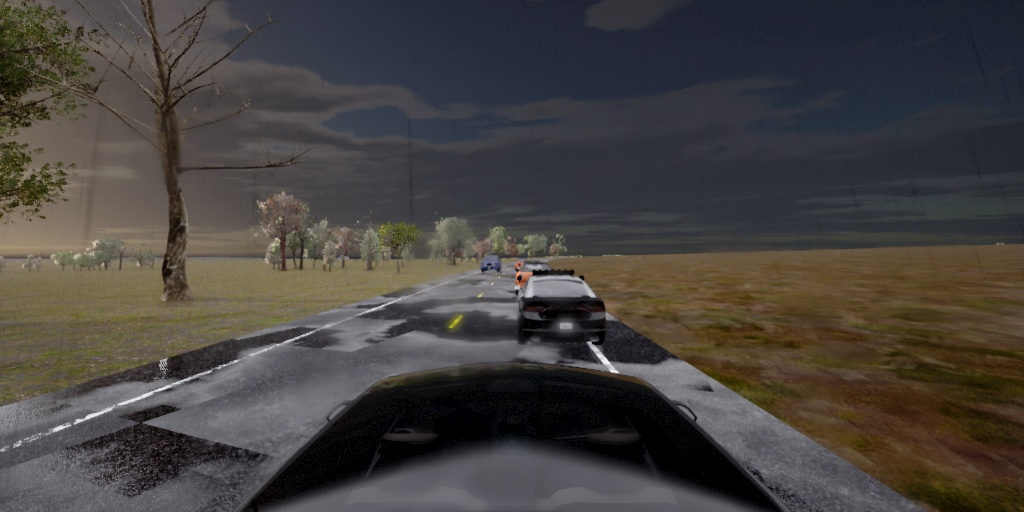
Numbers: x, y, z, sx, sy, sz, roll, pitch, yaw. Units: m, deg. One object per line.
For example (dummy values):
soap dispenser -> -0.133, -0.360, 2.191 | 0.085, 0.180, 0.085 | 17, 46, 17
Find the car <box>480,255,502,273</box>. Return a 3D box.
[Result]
car -> -2.491, 0.943, 44.012 | 2.150, 2.045, 5.566 | 0, 0, 3

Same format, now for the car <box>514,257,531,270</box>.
car -> 1.535, 1.065, 50.766 | 2.097, 1.767, 4.553 | 0, 0, 4

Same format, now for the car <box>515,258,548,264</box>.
car -> 1.246, 1.091, 19.451 | 2.097, 1.767, 4.553 | 0, 0, 1

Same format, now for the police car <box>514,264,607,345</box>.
police car -> 1.089, 1.171, 9.626 | 1.930, 1.638, 5.238 | 0, 0, 1
